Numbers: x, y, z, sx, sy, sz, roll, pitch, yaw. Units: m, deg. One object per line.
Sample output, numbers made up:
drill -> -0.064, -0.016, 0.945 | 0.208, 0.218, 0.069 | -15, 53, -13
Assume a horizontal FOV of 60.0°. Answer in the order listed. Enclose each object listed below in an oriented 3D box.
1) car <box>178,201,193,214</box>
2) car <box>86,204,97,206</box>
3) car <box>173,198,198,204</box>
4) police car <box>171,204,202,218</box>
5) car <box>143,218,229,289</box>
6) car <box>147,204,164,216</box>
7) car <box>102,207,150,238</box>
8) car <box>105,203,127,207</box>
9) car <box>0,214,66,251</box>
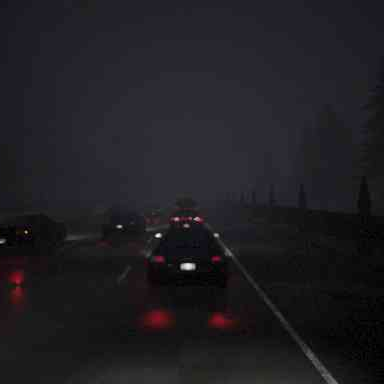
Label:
car -> -0.858, 1.950, 42.978 | 1.801, 1.575, 5.366 | 0, -1, -1
car -> -15.324, 2.196, 55.280 | 2.033, 1.411, 5.357 | 0, -1, -1
car -> -0.610, 1.592, 32.067 | 2.150, 2.045, 5.566 | 0, 0, -1
police car -> -0.360, 1.746, 21.031 | 2.038, 1.542, 4.974 | 0, -1, -1
car -> -0.127, 1.674, 9.505 | 1.994, 1.385, 4.181 | 0, -1, -1
car -> -4.233, 2.036, 37.531 | 1.895, 1.301, 4.718 | 0, -1, -1
car -> -3.819, 1.790, 19.287 | 1.994, 1.385, 4.181 | 0, -1, -1
car -> -7.671, 1.933, 34.816 | 1.812, 1.442, 4.674 | 0, 0, -1
car -> -7.221, 1.705, 14.892 | 1.812, 1.442, 4.674 | 0, -1, -1
